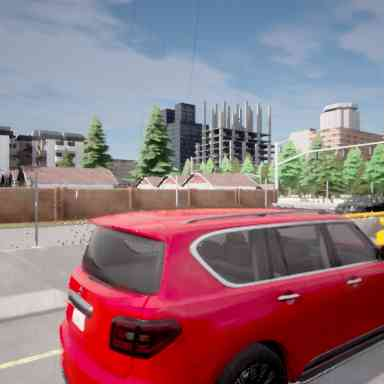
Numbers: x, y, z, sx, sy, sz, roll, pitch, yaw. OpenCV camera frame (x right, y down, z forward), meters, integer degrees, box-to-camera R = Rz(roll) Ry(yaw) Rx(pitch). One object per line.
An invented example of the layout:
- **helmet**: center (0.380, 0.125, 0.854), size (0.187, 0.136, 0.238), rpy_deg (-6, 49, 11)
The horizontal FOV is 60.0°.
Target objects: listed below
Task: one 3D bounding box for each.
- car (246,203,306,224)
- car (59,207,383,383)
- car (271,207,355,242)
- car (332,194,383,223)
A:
- **car**: center (6.560, 1.601, 25.796), size (4.718, 1.301, 1.895), rpy_deg (0, 0, -35)
- **car**: center (1.155, 1.224, 4.567), size (5.566, 2.045, 2.150), rpy_deg (0, 0, -35)
- **car**: center (6.255, 1.564, 17.025), size (4.181, 1.385, 1.994), rpy_deg (0, 0, -35)
- **car**: center (13.799, 1.226, 26.612), size (5.566, 2.045, 2.150), rpy_deg (1, 0, -35)
